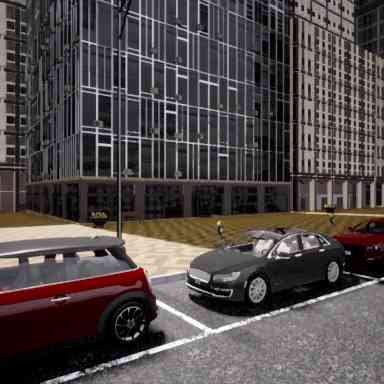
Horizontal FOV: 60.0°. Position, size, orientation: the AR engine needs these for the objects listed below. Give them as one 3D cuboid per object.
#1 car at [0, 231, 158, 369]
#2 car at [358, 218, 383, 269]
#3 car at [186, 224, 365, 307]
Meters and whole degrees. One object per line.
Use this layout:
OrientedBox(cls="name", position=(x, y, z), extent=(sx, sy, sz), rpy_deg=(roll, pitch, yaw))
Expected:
OrientedBox(cls="car", position=(-2.618, 1.440, 4.694), extent=(4.097, 1.590, 1.967), rpy_deg=(0, 0, -35))
OrientedBox(cls="car", position=(6.408, 1.546, 11.093), extent=(4.507, 1.381, 1.887), rpy_deg=(0, 0, -35))
OrientedBox(cls="car", position=(1.895, 1.551, 7.893), extent=(4.403, 1.369, 2.008), rpy_deg=(0, 0, -35))
